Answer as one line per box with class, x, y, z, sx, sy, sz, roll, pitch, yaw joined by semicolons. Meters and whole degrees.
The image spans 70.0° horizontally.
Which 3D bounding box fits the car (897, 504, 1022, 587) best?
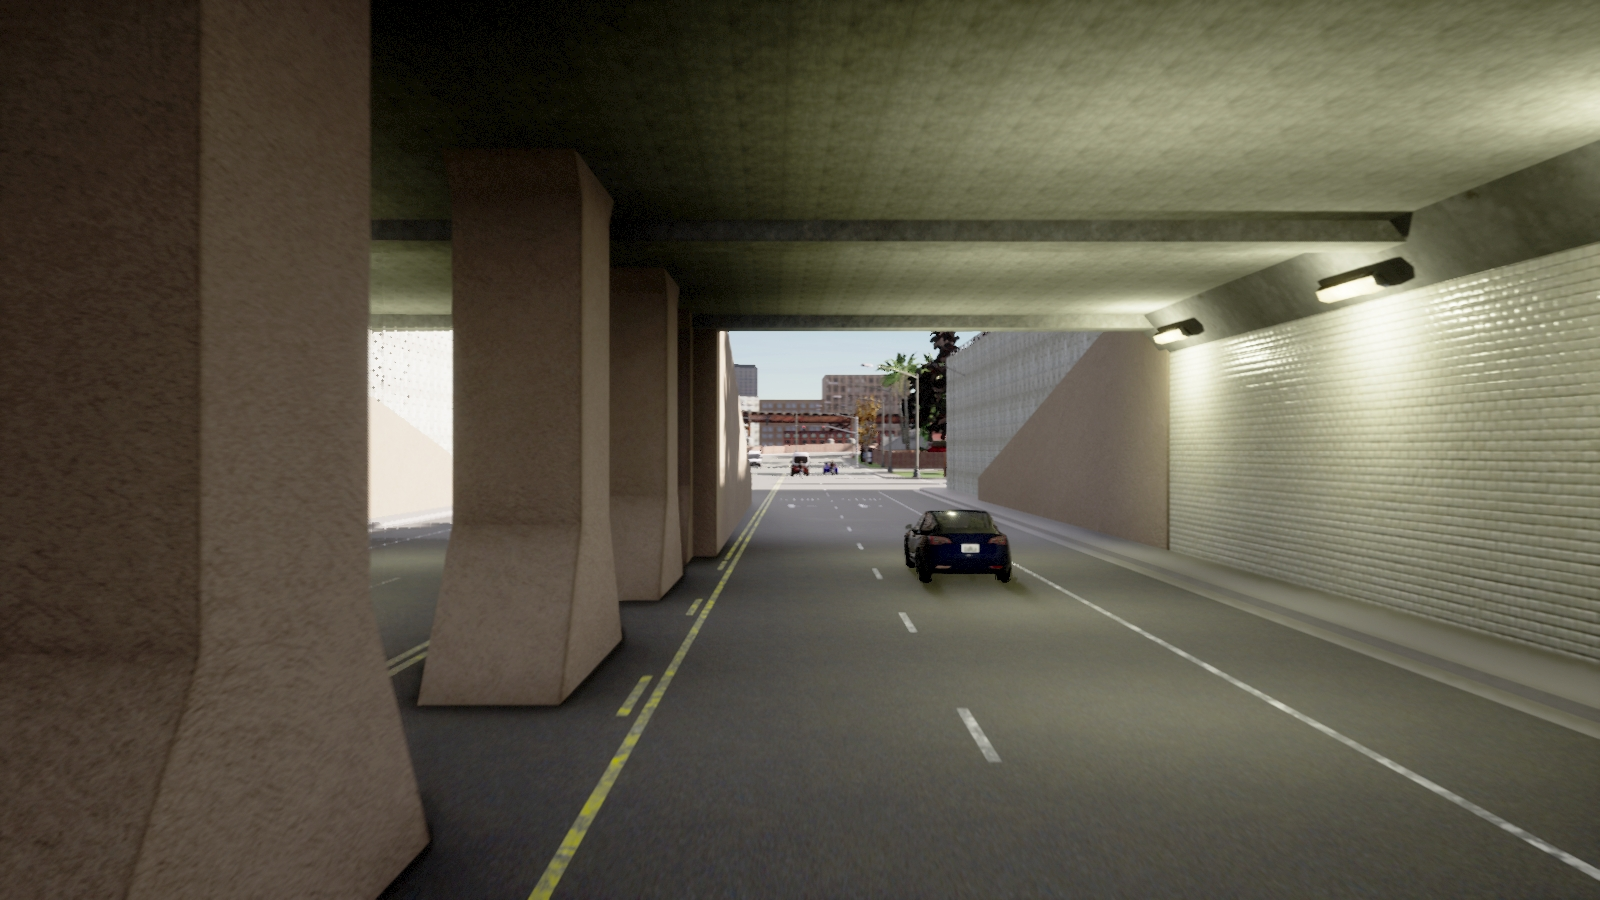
car;3.464;2.063;25.750;2.163;1.488;4.792;0;0;0
